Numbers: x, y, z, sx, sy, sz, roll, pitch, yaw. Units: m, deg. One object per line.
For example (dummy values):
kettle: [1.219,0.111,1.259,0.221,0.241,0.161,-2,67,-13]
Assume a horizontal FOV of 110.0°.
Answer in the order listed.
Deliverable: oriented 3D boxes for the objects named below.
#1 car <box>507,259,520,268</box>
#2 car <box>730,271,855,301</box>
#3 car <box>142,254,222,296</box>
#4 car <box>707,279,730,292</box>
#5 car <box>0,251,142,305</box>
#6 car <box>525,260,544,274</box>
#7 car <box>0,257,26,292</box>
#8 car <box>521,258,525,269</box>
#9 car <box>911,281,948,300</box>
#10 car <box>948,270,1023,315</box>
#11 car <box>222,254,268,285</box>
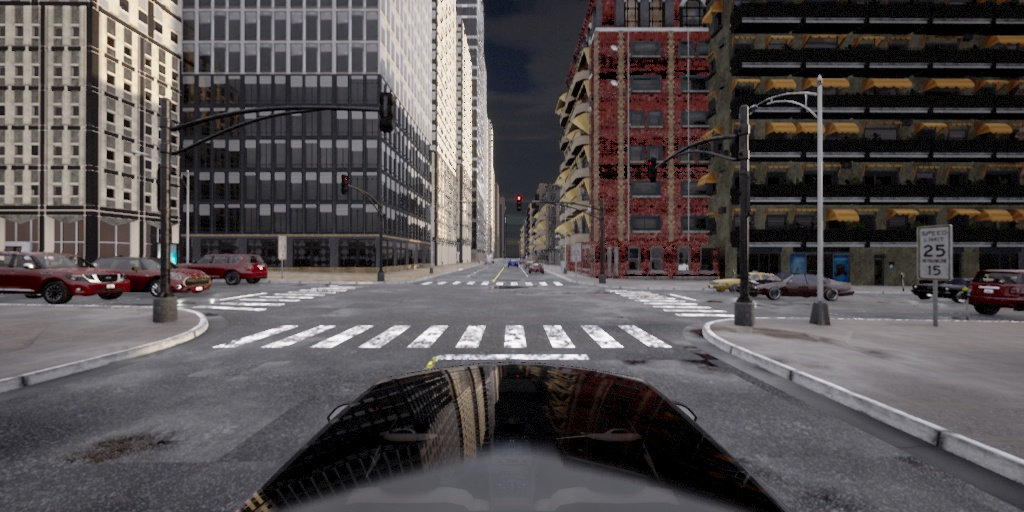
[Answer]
car: [0.180,1.291,65.087,1.882,1.535,5.008,0,0,0]
car: [15.256,1.621,19.435,5.357,1.411,2.033,1,0,0]
car: [-16.271,0.834,16.036,4.553,1.767,2.097,1,0,-2]
car: [14.656,1.599,22.021,4.829,1.417,1.751,0,0,0]
car: [-17.560,0.764,13.401,5.009,1.841,2.192,0,0,0]
car: [2.791,1.366,41.734,1.802,1.307,4.207,0,0,0]
car: [-25.385,0.789,15.930,5.008,1.535,1.882,1,0,0]
car: [2.757,1.350,54.651,2.007,1.370,4.403,0,0,0]
car: [24.886,1.850,19.508,4.718,1.301,1.895,1,0,-1]
car: [20.614,1.468,13.718,5.009,1.841,2.192,0,0,0]
car: [-17.684,0.788,21.780,5.009,1.841,2.192,0,0,0]
